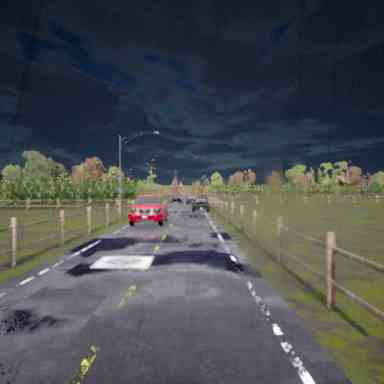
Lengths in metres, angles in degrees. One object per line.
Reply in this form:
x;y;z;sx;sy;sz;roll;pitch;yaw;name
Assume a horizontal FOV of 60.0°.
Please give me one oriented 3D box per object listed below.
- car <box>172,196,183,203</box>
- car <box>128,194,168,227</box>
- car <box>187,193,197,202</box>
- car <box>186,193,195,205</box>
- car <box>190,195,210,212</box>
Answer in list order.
-2.790;1.375;63.258;1.895;1.301;4.718;0;0;0;car
-2.859;1.151;22.737;2.150;2.045;5.566;0;0;0;car
-0.025;1.061;68.282;2.097;1.767;4.553;0;0;0;car
-0.020;1.336;55.047;1.812;1.442;4.674;0;0;0;car
0.948;1.387;36.405;1.837;1.490;4.892;0;0;0;car
